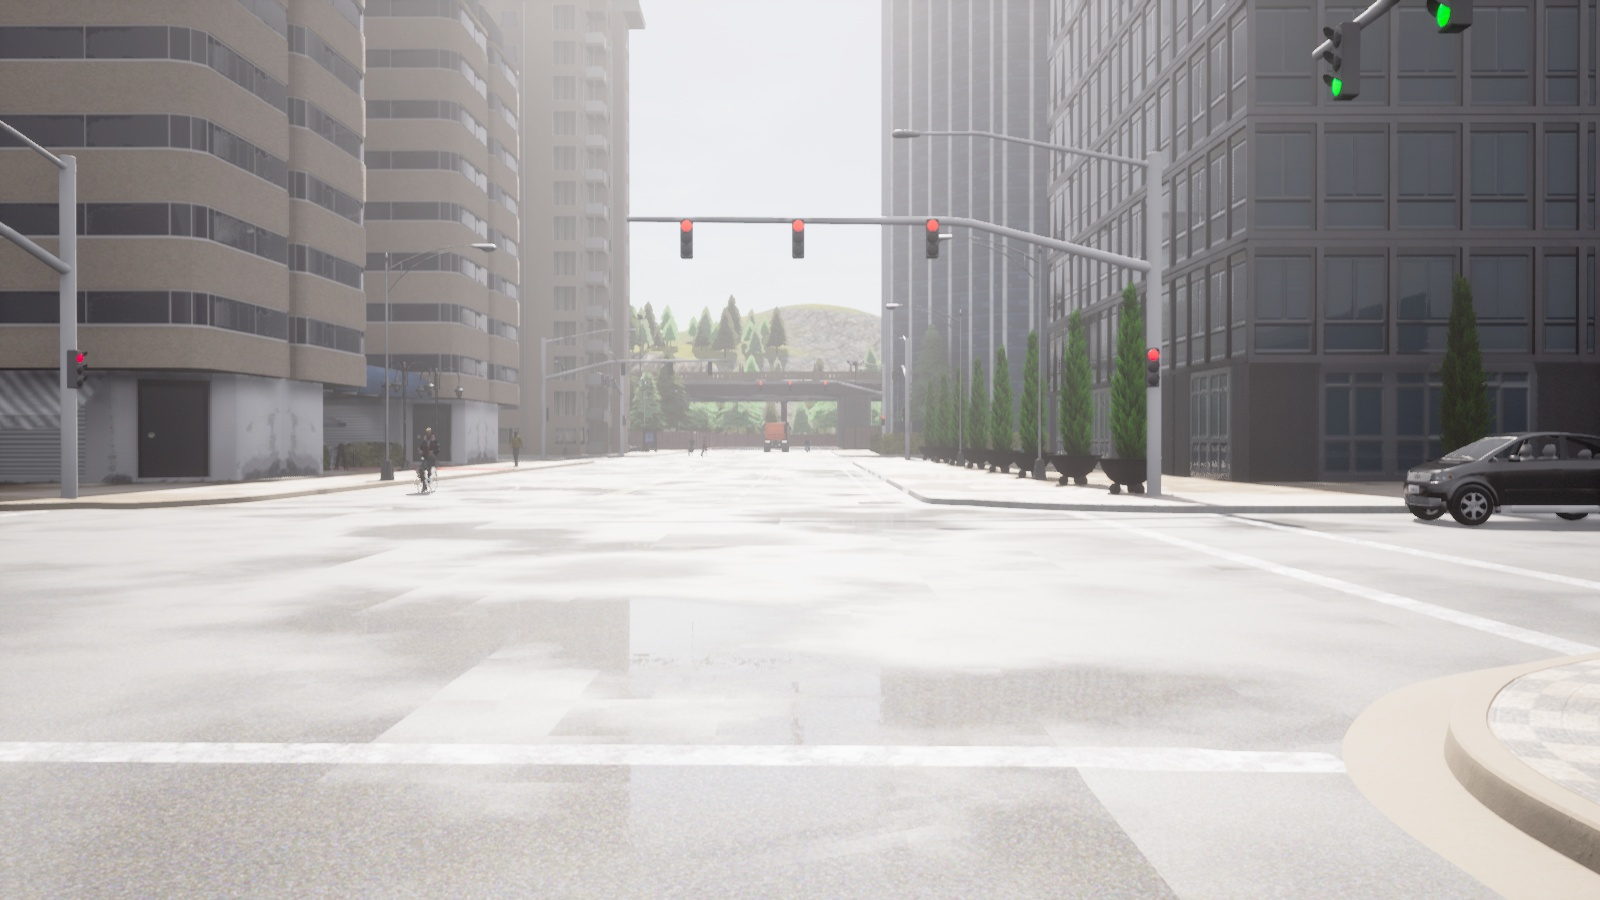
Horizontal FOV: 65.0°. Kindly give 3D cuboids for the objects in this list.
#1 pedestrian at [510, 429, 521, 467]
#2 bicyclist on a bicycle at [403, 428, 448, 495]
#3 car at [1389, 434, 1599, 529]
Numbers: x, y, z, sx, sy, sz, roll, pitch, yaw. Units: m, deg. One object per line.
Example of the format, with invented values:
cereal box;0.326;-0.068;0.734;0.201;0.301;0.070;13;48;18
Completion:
pedestrian;-13.979;-0.109;61.713;0.370;1.835;0.726;0;0;-1
bicyclist on a bicycle;-10.291;0.325;34.586;0.659;1.776;1.843;0;-1;0
car;12.269;0.505;21.317;3.705;1.549;1.789;0;0;1
